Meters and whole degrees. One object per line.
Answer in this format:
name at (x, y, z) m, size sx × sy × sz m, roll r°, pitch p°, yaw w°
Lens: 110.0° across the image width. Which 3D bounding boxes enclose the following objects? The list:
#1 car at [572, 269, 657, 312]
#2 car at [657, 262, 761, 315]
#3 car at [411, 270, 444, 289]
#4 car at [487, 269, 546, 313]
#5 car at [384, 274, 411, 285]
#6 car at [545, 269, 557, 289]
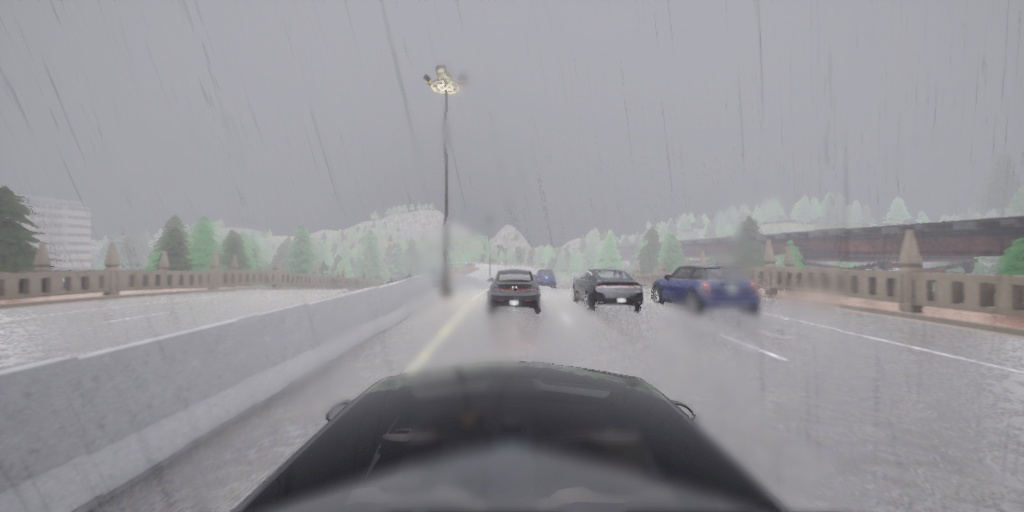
car at (3.600, 1.274, 14.202) m, size 2.128 × 1.511 × 4.902 m, roll 0°, pitch -1°, yaw 0°
car at (7.100, 1.124, 13.675) m, size 2.097 × 1.767 × 4.553 m, roll 0°, pitch -1°, yaw 0°
car at (-7.093, 2.027, 32.004) m, size 2.097 × 1.767 × 4.553 m, roll 0°, pitch -5°, yaw 0°
car at (0.100, 1.285, 14.075) m, size 1.837 × 1.490 × 4.892 m, roll 0°, pitch 0°, yaw 0°
car at (-10.592, 2.443, 34.930) m, size 1.837 × 1.490 × 4.892 m, roll 0°, pitch -6°, yaw 0°
car at (3.601, 2.615, 39.540) m, size 2.150 × 2.045 × 5.566 m, roll 0°, pitch -6°, yaw 0°
